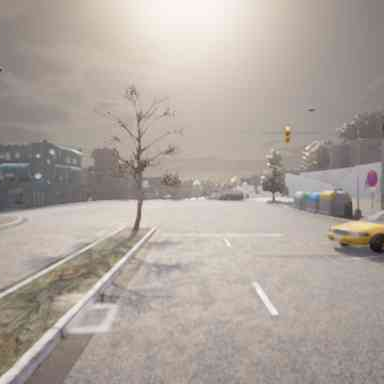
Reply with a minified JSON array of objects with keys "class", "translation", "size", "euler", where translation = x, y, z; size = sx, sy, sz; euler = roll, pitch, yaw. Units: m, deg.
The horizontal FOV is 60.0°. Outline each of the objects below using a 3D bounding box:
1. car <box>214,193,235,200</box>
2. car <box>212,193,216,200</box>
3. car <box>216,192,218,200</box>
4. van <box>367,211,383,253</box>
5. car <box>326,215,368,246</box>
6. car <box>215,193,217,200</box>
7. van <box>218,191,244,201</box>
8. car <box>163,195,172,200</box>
[{"class":"car","translation":[8.122,1.168,83.422],"size":[4.553,1.767,2.185],"euler":[1,-1,-20]},{"class":"car","translation":[7.915,1.136,74.411],"size":[5.366,1.575,1.946],"euler":[1,-1,-20]},{"class":"car","translation":[8.082,1.082,68.524],"size":[4.674,1.452,2.002],"euler":[1,-1,-20]},{"class":"van","translation":[7.967,1.192,10.238],"size":[4.442,1.987,1.878],"euler":[1,1,-20]},{"class":"car","translation":[7.901,1.394,13.198],"size":[5.366,1.575,1.946],"euler":[1,1,-20]},{"class":"car","translation":[8.090,1.132,71.497],"size":[4.674,1.452,2.002],"euler":[1,-1,-20]},{"class":"van","translation":[7.980,0.764,65.504],"size":[4.442,1.987,1.878],"euler":[1,-1,-20]},{"class":"car","translation":[-5.858,1.309,80.578],"size":[1.994,1.385,4.181],"euler":[0,-1,0]}]
